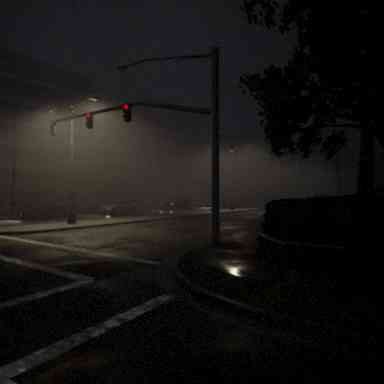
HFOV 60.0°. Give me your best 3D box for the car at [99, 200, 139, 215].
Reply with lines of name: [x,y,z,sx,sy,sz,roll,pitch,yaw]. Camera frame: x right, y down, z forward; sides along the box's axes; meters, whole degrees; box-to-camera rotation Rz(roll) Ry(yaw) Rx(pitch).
car: [-7.747,1.615,35.553,1.812,1.442,4.674,0,0,36]

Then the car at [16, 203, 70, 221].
car: [-12.759,1.656,28.687,1.994,1.385,4.181,0,0,36]

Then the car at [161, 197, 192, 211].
car: [-1.993,1.444,43.432,2.097,1.767,4.553,0,0,36]

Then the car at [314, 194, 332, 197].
car: [17.987,1.262,45.036,2.150,2.045,5.566,0,0,36]

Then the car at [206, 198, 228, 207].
car: [3.870,1.656,51.443,1.994,1.385,4.181,0,0,36]
